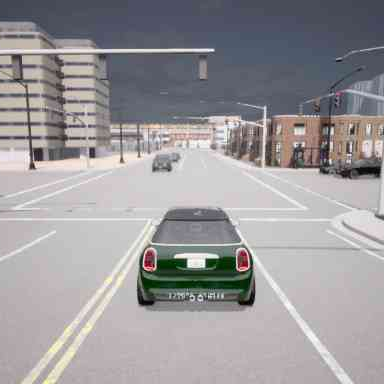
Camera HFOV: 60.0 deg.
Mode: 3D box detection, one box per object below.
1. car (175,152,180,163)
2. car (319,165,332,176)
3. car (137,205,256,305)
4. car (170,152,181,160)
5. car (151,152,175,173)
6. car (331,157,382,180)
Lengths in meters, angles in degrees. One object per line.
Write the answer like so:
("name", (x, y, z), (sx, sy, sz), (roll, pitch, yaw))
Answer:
("car", (-3.515, -5.768, 57.645), (1.994, 1.385, 4.181), (0, 8, 0))
("car", (15.977, -2.506, 35.817), (4.181, 1.385, 1.994), (0, 9, 0))
("car", (0.084, 1.072, 7.698), (2.097, 1.767, 4.553), (0, 4, 0))
("car", (-3.421, -7.672, 70.105), (2.128, 1.511, 4.902), (0, 9, 0))
("car", (-3.552, -3.480, 40.042), (2.150, 2.045, 5.566), (0, 8, 0))
("car", (17.060, -2.326, 32.297), (5.566, 2.045, 2.150), (0, 9, 1))
